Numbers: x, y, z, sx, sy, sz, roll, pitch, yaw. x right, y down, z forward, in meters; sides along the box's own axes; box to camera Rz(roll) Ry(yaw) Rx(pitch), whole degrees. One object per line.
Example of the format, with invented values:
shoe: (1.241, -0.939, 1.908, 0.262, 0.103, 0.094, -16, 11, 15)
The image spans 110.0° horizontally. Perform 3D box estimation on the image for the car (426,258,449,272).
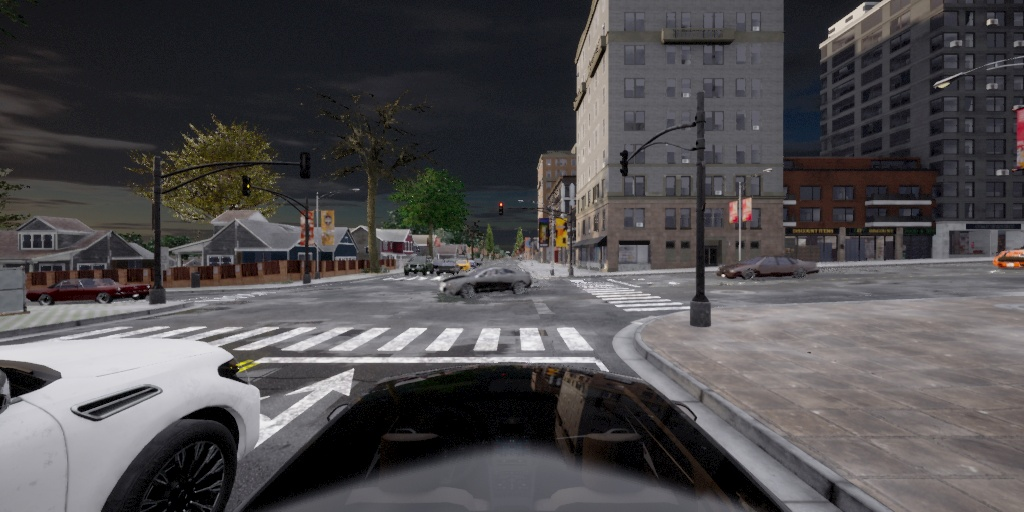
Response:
car: (-9.890, 1.136, 48.065, 2.097, 1.767, 4.553, 0, 0, 0)

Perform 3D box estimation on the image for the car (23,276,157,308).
car: (-21.640, 1.807, 18.534, 4.718, 1.301, 1.895, -2, 0, 0)

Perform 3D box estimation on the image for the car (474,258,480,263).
car: (-6.646, 1.333, 57.029, 1.812, 1.442, 4.674, 0, 0, 0)

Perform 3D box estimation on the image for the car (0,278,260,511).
car: (-3.145, 0.972, 0.558, 2.150, 2.045, 5.566, 0, 0, 0)

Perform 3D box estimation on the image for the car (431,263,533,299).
car: (-1.268, 1.277, 18.319, 4.902, 1.511, 2.128, -1, 0, -31)

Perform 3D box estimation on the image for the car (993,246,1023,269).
car: (32.753, -0.128, 21.953, 4.553, 1.767, 2.097, -2, 0, 0)

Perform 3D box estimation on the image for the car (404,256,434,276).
car: (-9.880, 0.991, 38.593, 2.150, 2.045, 5.566, 0, 0, 0)

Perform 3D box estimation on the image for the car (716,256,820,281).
car: (15.546, 0.714, 21.901, 5.357, 1.411, 2.033, -2, 0, 0)

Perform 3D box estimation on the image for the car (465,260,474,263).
car: (-6.642, 1.261, 47.692, 1.882, 1.535, 5.008, 0, 0, 0)

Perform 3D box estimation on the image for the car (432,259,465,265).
car: (-6.633, 1.316, 37.900, 2.033, 1.411, 5.357, 0, 0, 0)
